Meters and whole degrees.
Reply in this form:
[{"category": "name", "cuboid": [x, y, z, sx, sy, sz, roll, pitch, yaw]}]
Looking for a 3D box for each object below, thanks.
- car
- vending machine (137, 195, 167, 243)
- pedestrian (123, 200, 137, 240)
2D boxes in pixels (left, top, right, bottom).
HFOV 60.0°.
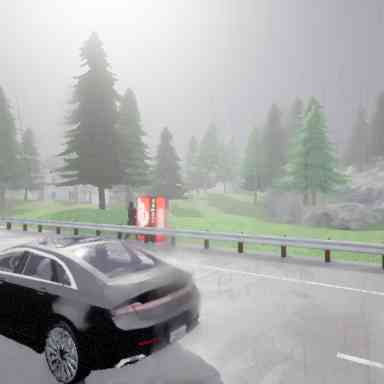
[{"category": "car", "cuboid": [-2.158, 1.491, 5.382, 4.902, 1.511, 2.128, 0, 0, 34]}, {"category": "vending machine", "cuboid": [-1.855, 1.195, 15.373, 0.880, 2.100, 1.100, 0, 0, 33]}, {"category": "pedestrian", "cuboid": [-2.757, 1.294, 15.198, 0.375, 1.860, 0.375, 0, 0, 33]}]
